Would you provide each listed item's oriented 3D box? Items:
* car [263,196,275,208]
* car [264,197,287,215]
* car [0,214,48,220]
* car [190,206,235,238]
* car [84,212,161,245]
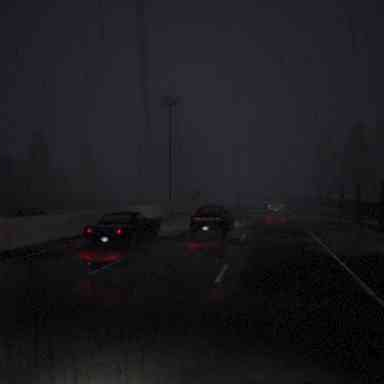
[{"bbox_3d":[10.433,1.352,43.834,2.097,1.767,4.553,0,0,10],"label":"car"},{"bbox_3d":[8.608,1.526,34.388,1.812,1.442,4.674,0,0,13],"label":"car"},{"bbox_3d":[-9.664,1.600,18.553,1.895,1.301,4.718,0,0,13],"label":"car"},{"bbox_3d":[1.192,1.490,17.987,2.128,1.511,4.902,0,0,13],"label":"car"},{"bbox_3d":[-2.984,1.601,15.507,1.895,1.301,4.718,0,0,13],"label":"car"}]
